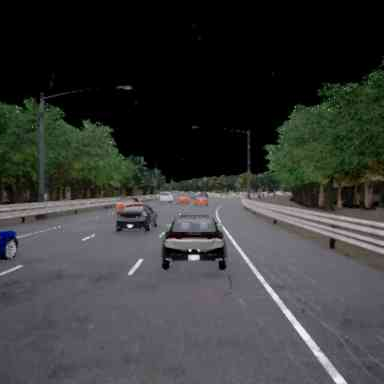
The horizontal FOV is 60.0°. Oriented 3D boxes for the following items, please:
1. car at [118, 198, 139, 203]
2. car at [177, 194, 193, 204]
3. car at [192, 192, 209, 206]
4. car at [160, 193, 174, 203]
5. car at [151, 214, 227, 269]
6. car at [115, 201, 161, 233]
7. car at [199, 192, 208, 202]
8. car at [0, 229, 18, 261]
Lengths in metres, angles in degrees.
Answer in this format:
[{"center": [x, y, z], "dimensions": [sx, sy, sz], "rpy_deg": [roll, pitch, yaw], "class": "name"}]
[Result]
[{"center": [-6.288, 1.342, 34.027], "dimensions": [2.097, 1.767, 4.553], "rpy_deg": [0, 0, 2], "class": "car"}, {"center": [-1.532, 1.278, 60.959], "dimensions": [2.097, 1.767, 4.553], "rpy_deg": [0, 0, 3], "class": "car"}, {"center": [1.566, 1.301, 54.794], "dimensions": [2.097, 1.767, 4.553], "rpy_deg": [0, 0, 3], "class": "car"}, {"center": [-4.865, 1.133, 64.478], "dimensions": [2.150, 2.045, 5.566], "rpy_deg": [0, 0, 3], "class": "car"}, {"center": [0.082, 1.495, 11.120], "dimensions": [2.128, 1.511, 4.902], "rpy_deg": [0, 0, 1], "class": "car"}, {"center": [-3.188, 1.507, 19.843], "dimensions": [1.837, 1.490, 4.892], "rpy_deg": [0, 0, 1], "class": "car"}, {"center": [2.692, 1.111, 76.735], "dimensions": [2.150, 2.045, 5.566], "rpy_deg": [0, 0, 3], "class": "car"}, {"center": [-6.864, 1.476, 9.307], "dimensions": [1.882, 1.535, 5.008], "rpy_deg": [0, 0, 1], "class": "car"}]
